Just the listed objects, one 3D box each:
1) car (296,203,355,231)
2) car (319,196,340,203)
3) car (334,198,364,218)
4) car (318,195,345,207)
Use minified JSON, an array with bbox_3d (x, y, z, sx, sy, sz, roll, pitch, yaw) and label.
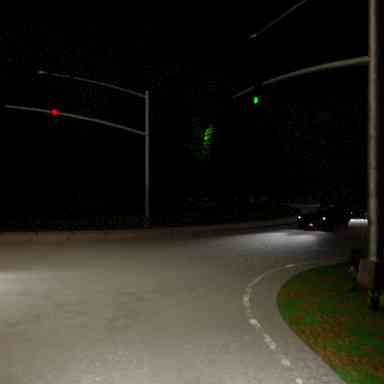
[{"bbox_3d":[8.311,1.571,20.792,1.895,1.301,4.718,0,0,42],"label":"car"},{"bbox_3d":[16.522,1.473,39.048,1.837,1.490,4.892,0,0,8],"label":"car"},{"bbox_3d":[13.811,1.533,29.127,1.994,1.385,4.181,0,0,22],"label":"car"},{"bbox_3d":[20.781,1.318,49.874,2.097,1.767,4.553,0,0,-1],"label":"car"}]
